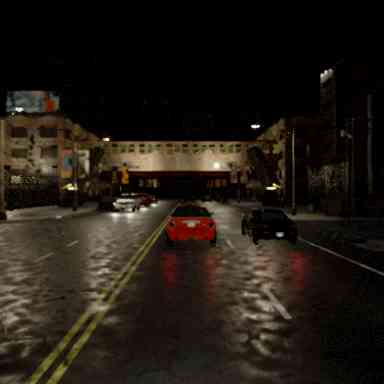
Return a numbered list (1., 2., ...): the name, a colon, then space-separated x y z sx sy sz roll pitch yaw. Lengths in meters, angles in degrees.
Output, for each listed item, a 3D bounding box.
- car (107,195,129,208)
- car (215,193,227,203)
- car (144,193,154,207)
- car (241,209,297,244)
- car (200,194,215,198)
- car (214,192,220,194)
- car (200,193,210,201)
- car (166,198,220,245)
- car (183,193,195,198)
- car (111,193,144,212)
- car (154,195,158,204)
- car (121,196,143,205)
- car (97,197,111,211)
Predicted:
1. car: -10.446 1.314 47.557 2.185 1.767 4.553 0 0 -1
2. car: 6.126 1.505 69.708 1.895 1.301 4.718 0 0 -1
3. car: -7.455 1.176 48.970 2.150 2.045 5.566 0 0 0
4. car: 3.468 1.502 15.480 1.812 1.442 4.674 0 0 0
5. car: 2.969 1.465 66.774 2.033 1.411 5.357 0 0 0
6. car: 6.015 1.130 77.103 2.435 2.045 5.566 0 0 -1
7. car: 2.964 1.194 77.155 2.097 1.767 4.553 0 0 -1
8. car: -0.036 1.334 15.477 2.097 1.767 4.553 0 0 0
9. car: -0.532 1.145 66.775 2.150 2.045 5.566 0 0 0
10. car: -7.385 1.187 38.671 2.150 2.045 5.566 0 0 0
11. car: -7.526 1.292 61.129 2.097 1.767 4.553 0 0 0
12. car: -10.506 1.429 58.332 2.231 1.521 4.892 0 0 9
13. car: -10.250 1.447 41.134 2.097 1.535 5.008 0 0 -1
